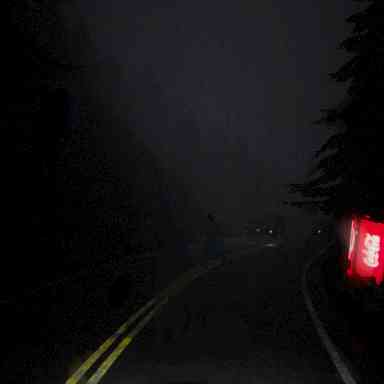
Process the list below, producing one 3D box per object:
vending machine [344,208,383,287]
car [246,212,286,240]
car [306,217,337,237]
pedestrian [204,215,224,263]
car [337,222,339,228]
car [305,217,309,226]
[{"bbox_3d":[5.320,1.616,10.031,1.100,2.100,0.880,5,3,20],"label":"vending machine"},{"bbox_3d":[6.094,2.639,26.855,2.150,2.045,5.566,0,-4,27],"label":"car"},{"bbox_3d":[12.473,3.427,31.890,1.837,1.490,4.892,0,-3,26],"label":"car"},{"bbox_3d":[0.812,1.746,12.727,0.375,1.860,0.375,-5,-1,21],"label":"pedestrian"},{"bbox_3d":[17.062,4.107,41.310,1.837,1.490,4.892,0,-4,26],"label":"car"},{"bbox_3d":[20.726,5.166,58.033,2.128,1.511,4.902,0,-4,20],"label":"car"}]
